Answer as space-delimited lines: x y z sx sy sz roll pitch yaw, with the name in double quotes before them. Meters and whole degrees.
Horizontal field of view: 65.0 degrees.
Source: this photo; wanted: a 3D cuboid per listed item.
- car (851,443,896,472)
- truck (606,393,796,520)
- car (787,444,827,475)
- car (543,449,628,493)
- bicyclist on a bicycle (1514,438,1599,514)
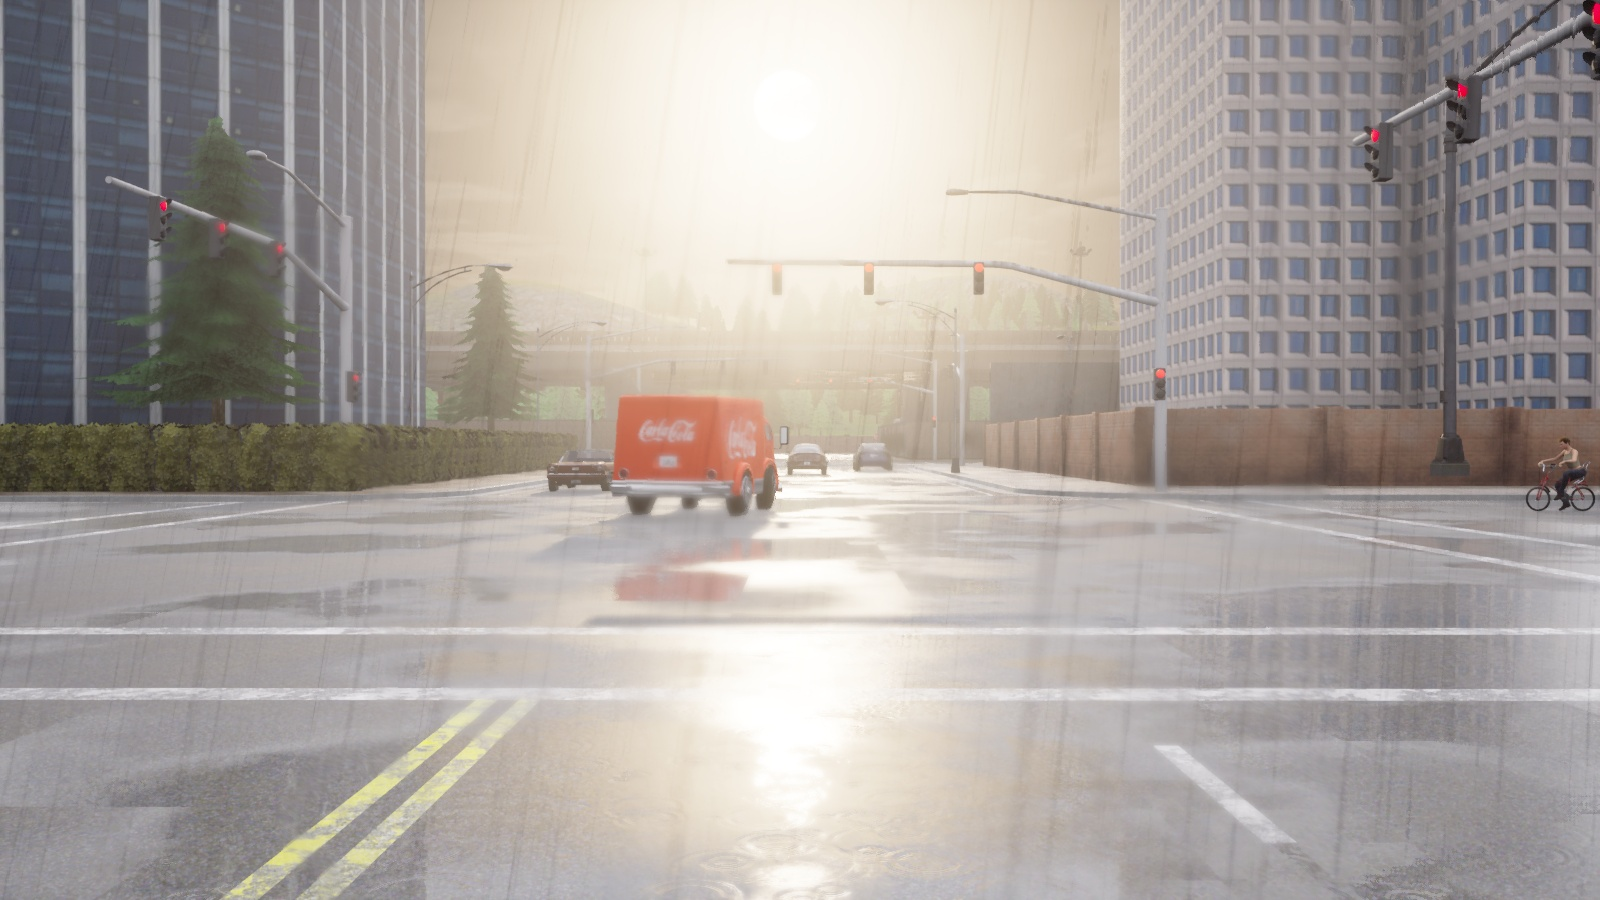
"car" 3.876 0.370 67.134 2.163 1.488 4.792 0 0 0
"truck" -1.987 0.104 27.268 2.627 2.467 5.204 0 0 13
"car" 0.339 0.433 60.216 1.812 1.442 4.674 0 0 0
"car" -6.769 0.615 40.157 1.895 1.301 4.718 0 0 0
"bicyclist on a bicycle" 16.392 0.543 27.066 1.509 1.612 0.866 0 0 0
